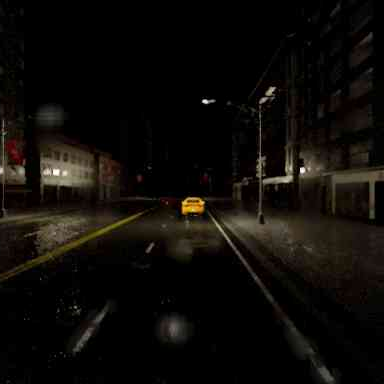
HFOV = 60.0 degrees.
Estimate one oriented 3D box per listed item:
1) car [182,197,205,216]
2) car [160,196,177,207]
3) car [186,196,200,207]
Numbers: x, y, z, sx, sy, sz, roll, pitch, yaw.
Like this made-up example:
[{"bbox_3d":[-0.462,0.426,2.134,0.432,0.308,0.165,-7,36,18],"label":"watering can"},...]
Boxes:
[{"bbox_3d":[0.114,1.290,29.746,1.882,1.535,5.008,0,1,0],"label":"car"},{"bbox_3d":[-3.131,1.242,45.037,1.812,1.442,4.674,0,1,0],"label":"car"},{"bbox_3d":[0.121,1.302,47.439,1.895,1.301,4.718,0,0,0],"label":"car"}]
